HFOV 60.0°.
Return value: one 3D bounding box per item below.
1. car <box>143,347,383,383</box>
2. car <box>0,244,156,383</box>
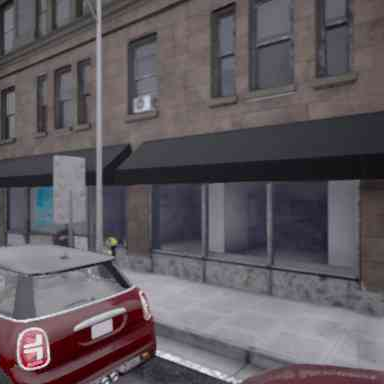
[{"bbox_3d":[1.975,1.578,1.400,4.206,1.307,1.802,0,0,36],"label":"car"},{"bbox_3d":[-2.518,1.460,4.606,4.097,1.590,1.967,0,0,36],"label":"car"}]
